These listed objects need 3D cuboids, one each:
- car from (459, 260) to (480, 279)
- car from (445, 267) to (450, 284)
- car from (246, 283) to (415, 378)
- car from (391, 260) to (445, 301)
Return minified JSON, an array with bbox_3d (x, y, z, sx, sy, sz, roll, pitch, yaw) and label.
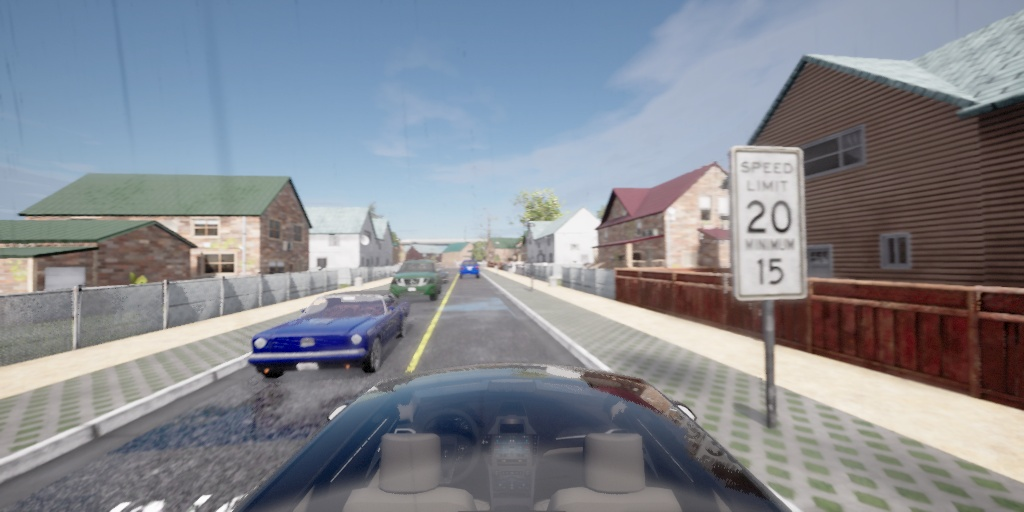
[{"bbox_3d":[-4.706,1.457,39.855,2.150,2.045,5.566,-1,-1,-7],"label":"car"},{"bbox_3d":[-6.607,1.682,31.862,1.837,1.490,4.892,-1,-1,-7],"label":"car"},{"bbox_3d":[-3.517,1.471,7.861,1.895,1.301,4.718,-1,-1,-7],"label":"car"},{"bbox_3d":[-5.042,1.242,19.502,2.150,2.045,5.566,-1,-1,-7],"label":"car"}]
